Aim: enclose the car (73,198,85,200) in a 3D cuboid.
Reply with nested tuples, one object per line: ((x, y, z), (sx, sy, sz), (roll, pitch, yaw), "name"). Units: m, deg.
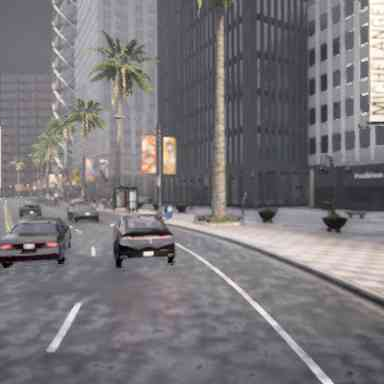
((-15.333, 1.630, 44.879), (2.231, 1.521, 4.892), (0, 0, -29), "car")

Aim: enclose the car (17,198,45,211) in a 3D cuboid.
((-15.911, 1.635, 32.680), (1.837, 1.490, 4.892), (0, 0, -29), "car")

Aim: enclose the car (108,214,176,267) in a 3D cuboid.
((-1.830, 1.521, 11.679), (2.128, 1.511, 4.902), (0, 0, -15), "car")

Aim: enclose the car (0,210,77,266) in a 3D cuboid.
((-5.359, 1.593, 11.810), (2.033, 1.411, 5.357), (0, 0, -17), "car")

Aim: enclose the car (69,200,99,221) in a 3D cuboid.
((-9.043, 1.653, 27.491), (1.994, 1.385, 4.181), (0, 0, -28), "car")

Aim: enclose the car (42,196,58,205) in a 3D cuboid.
((-29.770, 1.614, 70.462), (2.185, 1.767, 4.553), (0, 0, -29), "car")
